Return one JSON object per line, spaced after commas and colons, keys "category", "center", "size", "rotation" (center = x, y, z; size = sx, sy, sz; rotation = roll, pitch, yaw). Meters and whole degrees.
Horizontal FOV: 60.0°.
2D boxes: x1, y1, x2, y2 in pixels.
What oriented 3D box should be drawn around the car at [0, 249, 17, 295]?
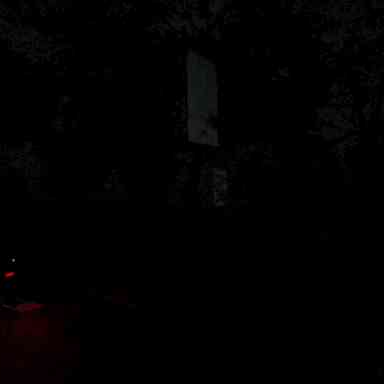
{"category": "car", "center": [-5.739, 1.537, 7.469], "size": [4.674, 1.442, 1.812], "rotation": [0, 0, 35]}
